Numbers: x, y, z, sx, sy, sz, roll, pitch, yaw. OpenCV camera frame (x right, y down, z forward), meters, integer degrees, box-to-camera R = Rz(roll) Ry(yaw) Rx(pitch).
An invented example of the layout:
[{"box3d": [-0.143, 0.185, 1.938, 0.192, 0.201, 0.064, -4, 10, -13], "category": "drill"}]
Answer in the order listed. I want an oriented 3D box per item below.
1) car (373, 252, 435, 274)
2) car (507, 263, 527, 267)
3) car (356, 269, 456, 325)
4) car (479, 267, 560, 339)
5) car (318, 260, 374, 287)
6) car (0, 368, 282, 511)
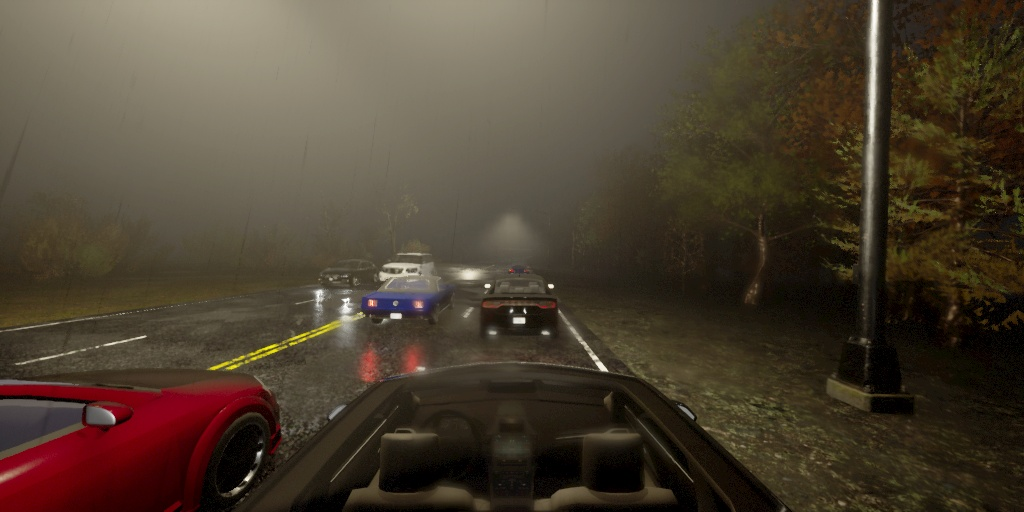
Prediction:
[{"box3d": [-6.297, 0.797, 22.335, 2.150, 2.045, 5.566, 2, 0, 1], "category": "car"}, {"box3d": [0.533, 1.296, 30.611, 1.812, 1.442, 4.674, 1, 0, 0], "category": "car"}, {"box3d": [-3.014, 1.280, 11.575, 1.895, 1.301, 4.718, 2, 0, 0], "category": "car"}, {"box3d": [0.203, 1.235, 10.163, 1.882, 1.535, 5.008, 0, 0, 1], "category": "car"}, {"box3d": [-9.568, 0.981, 21.443, 1.837, 1.490, 4.892, 2, 0, 1], "category": "car"}, {"box3d": [-3.141, 1.240, 1.621, 1.994, 1.385, 4.181, 2, 0, 1], "category": "car"}]
